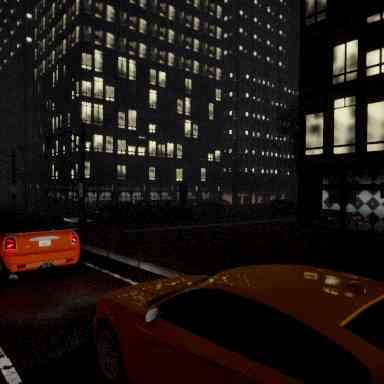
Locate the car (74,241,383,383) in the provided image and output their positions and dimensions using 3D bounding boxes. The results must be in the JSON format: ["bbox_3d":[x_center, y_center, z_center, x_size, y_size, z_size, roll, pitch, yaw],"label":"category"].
[{"bbox_3d":[0.755,1.476,3.238,1.882,1.535,5.008,0,0,-40],"label":"car"}]

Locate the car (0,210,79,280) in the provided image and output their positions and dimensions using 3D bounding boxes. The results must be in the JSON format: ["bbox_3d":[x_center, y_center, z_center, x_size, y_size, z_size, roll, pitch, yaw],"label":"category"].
[{"bbox_3d":[-5.193,1.347,10.272,2.097,1.767,4.553,0,0,-40],"label":"car"}]

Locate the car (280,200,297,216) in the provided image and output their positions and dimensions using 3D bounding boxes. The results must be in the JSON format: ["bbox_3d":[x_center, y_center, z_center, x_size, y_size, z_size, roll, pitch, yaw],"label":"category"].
[{"bbox_3d":[10.878,1.936,37.364,4.206,1.307,1.802,1,0,-39],"label":"car"}]

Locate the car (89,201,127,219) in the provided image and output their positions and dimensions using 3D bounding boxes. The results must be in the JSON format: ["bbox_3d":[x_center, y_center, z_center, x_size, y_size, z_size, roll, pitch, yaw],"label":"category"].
[{"bbox_3d":[-6.868,1.610,30.382,4.892,1.490,1.837,1,0,-38],"label":"car"}]

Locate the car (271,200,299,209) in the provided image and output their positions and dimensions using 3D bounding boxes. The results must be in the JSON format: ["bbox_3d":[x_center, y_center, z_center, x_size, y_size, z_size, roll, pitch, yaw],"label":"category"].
[{"bbox_3d":[14.305,1.881,50.982,4.313,1.339,1.947,1,0,-39],"label":"car"}]

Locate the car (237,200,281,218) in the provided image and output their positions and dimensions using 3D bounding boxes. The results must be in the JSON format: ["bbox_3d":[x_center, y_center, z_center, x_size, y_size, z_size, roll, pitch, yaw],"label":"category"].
[{"bbox_3d":[6.642,1.832,33.902,4.829,1.417,1.752,1,0,-39],"label":"car"}]

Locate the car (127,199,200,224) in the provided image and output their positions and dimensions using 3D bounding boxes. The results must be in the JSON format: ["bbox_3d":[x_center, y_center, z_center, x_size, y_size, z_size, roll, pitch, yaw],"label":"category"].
[{"bbox_3d":[-2.223,1.523,26.659,5.009,1.841,2.192,1,0,-39],"label":"car"}]

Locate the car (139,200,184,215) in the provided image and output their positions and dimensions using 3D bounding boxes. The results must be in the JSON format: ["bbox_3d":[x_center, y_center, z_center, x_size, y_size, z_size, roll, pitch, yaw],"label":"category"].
[{"bbox_3d":[-3.293,1.647,36.608,4.829,1.417,1.752,1,0,-39],"label":"car"}]

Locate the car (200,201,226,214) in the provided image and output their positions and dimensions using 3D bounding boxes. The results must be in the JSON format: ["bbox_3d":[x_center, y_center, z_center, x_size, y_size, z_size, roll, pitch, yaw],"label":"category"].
[{"bbox_3d":[1.375,1.744,37.071,5.357,1.411,2.033,1,1,-39],"label":"car"}]

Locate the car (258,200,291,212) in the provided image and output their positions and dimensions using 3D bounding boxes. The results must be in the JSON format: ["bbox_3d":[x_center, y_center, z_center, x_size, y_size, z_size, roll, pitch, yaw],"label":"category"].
[{"bbox_3d":[11.243,1.811,45.112,4.892,1.490,1.837,1,0,-39],"label":"car"}]
